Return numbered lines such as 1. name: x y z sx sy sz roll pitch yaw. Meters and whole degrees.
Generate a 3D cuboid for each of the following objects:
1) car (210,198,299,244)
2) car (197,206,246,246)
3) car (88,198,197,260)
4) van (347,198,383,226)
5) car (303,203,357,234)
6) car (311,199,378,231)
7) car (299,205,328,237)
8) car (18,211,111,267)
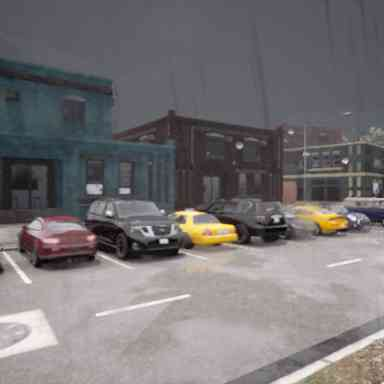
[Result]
1. car: 2.090 1.308 16.468 2.435 2.045 5.566 1 0 -35
2. car: -0.269 1.533 14.984 1.946 1.575 5.366 1 0 -35
3. car: -2.512 1.263 13.130 2.435 2.045 5.566 1 0 -35
4. van: 13.404 1.440 24.321 1.878 1.987 4.442 0 0 -35
5. car: 6.538 1.603 19.583 2.097 1.535 5.008 1 0 -35
6. car: 8.885 1.501 21.295 2.185 1.767 4.553 1 0 -35
7. car: 4.367 1.583 18.056 2.231 1.521 4.892 1 0 -35
8. car: -4.745 1.534 11.576 2.002 1.452 4.674 0 0 -35
